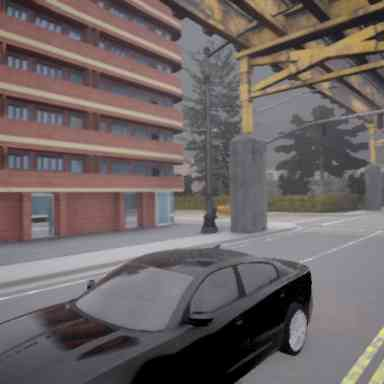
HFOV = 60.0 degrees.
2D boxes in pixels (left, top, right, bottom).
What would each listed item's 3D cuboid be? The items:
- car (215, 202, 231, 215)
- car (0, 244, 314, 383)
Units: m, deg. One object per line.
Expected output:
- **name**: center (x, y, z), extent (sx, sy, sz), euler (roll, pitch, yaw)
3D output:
- **car**: center (4.590, 1.790, 36.397), extent (5.008, 1.535, 1.882), euler (-1, -1, 42)
- **car**: center (-0.163, 1.533, 4.244), extent (1.882, 1.535, 5.008), euler (-1, -1, 42)
